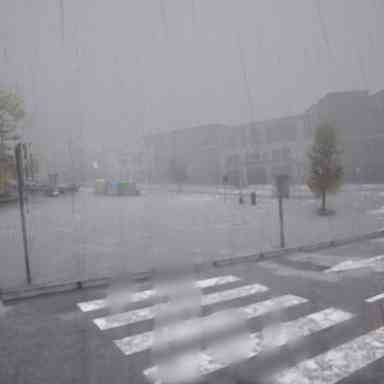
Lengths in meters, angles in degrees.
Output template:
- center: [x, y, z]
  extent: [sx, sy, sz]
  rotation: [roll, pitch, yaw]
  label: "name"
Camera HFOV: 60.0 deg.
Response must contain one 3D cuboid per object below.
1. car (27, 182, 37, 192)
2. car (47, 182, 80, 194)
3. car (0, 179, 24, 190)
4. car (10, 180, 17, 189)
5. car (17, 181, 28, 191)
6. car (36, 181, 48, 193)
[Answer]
- center: [-24.020, -0.882, 54.635]
  extent: [2.002, 1.452, 4.674]
  rotation: [0, 6, 16]
  label: "car"
- center: [-19.251, -0.635, 51.129]
  extent: [2.163, 1.488, 4.792]
  rotation: [1, 6, 17]
  label: "car"
- center: [-33.742, -1.390, 61.315]
  extent: [2.231, 1.521, 4.892]
  rotation: [1, 6, 14]
  label: "car"
- center: [-28.863, -1.285, 57.974]
  extent: [2.185, 1.767, 4.553]
  rotation: [0, 6, 15]
  label: "car"
- center: [-26.423, -1.046, 56.339]
  extent: [2.097, 1.535, 5.008]
  rotation: [1, 6, 16]
  label: "car"
- center: [-21.617, -0.797, 52.911]
  extent: [2.231, 1.521, 4.892]
  rotation: [1, 6, 17]
  label: "car"
